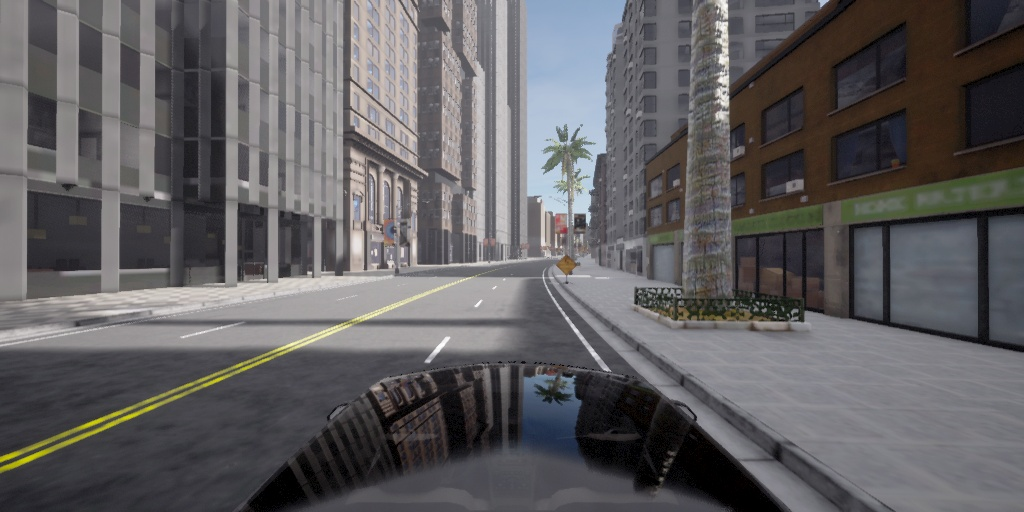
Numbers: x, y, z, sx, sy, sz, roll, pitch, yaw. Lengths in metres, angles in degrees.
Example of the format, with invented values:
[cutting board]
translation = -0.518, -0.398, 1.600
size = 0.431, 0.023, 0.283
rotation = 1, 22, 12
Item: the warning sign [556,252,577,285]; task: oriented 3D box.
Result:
[warning sign]
translation = 3.401, 0.837, 22.266
size = 1.300, 1.860, 1.060
rotation = 0, 0, 3
